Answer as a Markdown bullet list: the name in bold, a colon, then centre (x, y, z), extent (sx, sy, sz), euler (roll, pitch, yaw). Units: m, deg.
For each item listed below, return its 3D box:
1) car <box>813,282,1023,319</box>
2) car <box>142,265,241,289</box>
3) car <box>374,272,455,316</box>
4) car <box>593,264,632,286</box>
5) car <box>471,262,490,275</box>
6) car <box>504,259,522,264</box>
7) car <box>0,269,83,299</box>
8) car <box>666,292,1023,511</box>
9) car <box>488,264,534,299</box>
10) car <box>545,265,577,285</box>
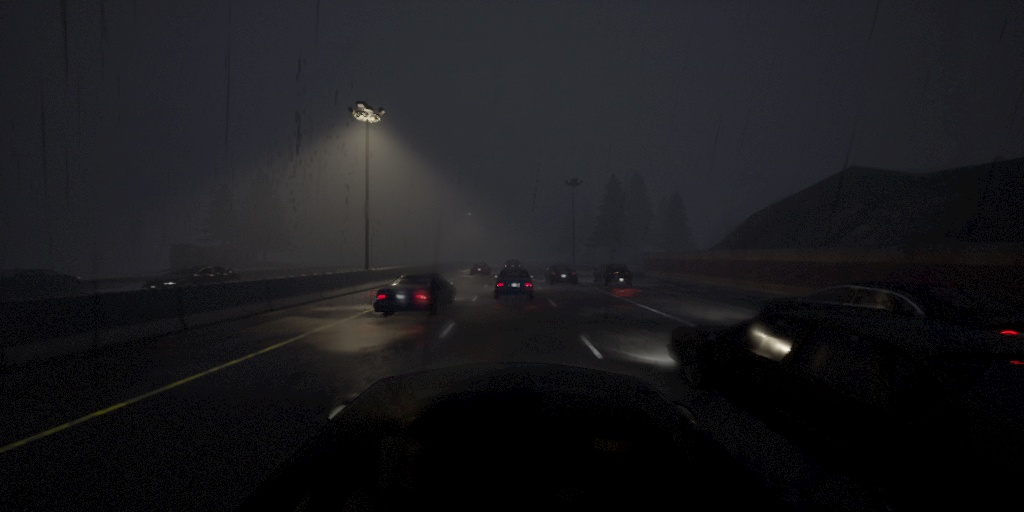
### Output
- **car**: centre (7.099, 1.248, 6.998), extent (2.128, 1.511, 4.902), euler (0, 0, 0)
- **car**: centre (-17.505, 1.289, 19.924), extent (1.837, 1.490, 4.892), euler (0, 0, 0)
- **car**: centre (-3.402, 1.313, 13.478), extent (2.033, 1.411, 5.357), euler (0, 0, 0)
- **car**: centre (7.098, 1.287, 25.668), extent (1.837, 1.490, 4.892), euler (0, 0, 0)
- **car**: centre (-3.403, 1.364, 39.427), extent (1.994, 1.385, 4.181), euler (0, 0, 0)
- **car**: centre (0.098, 1.154, 41.669), extent (2.097, 1.767, 4.553), euler (0, 0, 0)
- **car**: centre (-24.526, 1.336, 17.847), extent (1.994, 1.385, 4.181), euler (0, 0, 1)
- **car**: centre (3.598, 1.300, 3.762), extent (2.033, 1.411, 5.357), euler (0, 0, 0)
- **car**: centre (0.099, 1.319, 18.163), extent (2.033, 1.411, 5.357), euler (0, 0, 0)
- **car**: centre (3.597, 1.348, 26.773), extent (1.994, 1.385, 4.181), euler (0, 0, 0)
